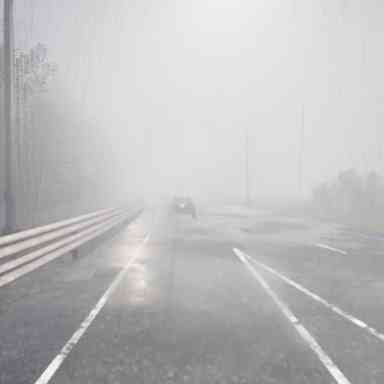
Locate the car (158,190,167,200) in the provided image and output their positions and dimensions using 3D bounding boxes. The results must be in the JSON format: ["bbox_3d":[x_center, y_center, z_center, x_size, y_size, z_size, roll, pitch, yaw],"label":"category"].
[{"bbox_3d":[-5.315,0.705,62.894,1.837,1.490,4.892,0,1,-10],"label":"car"}]

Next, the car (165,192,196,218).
[{"bbox_3d":[-0.872,1.048,26.710,2.097,1.767,4.553,0,1,-4],"label":"car"}]
